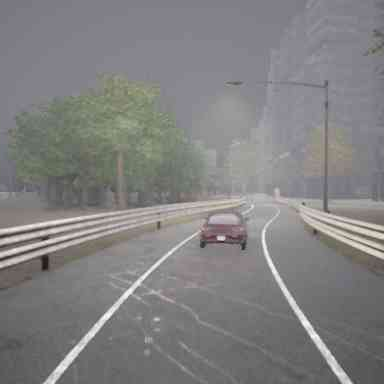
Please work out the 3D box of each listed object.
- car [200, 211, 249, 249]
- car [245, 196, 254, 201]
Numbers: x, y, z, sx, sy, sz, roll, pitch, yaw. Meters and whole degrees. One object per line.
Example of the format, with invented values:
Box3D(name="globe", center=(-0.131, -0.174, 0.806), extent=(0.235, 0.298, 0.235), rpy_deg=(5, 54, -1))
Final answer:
Box3D(name="car", center=(1.493, 1.532, 14.543), extent=(1.812, 1.442, 4.674), rpy_deg=(0, 0, 10))
Box3D(name="car", center=(14.080, 1.560, 83.250), extent=(1.895, 1.301, 4.718), rpy_deg=(0, 0, -2))
